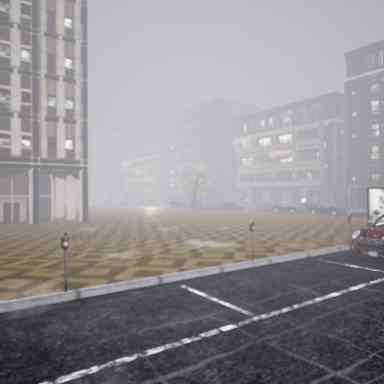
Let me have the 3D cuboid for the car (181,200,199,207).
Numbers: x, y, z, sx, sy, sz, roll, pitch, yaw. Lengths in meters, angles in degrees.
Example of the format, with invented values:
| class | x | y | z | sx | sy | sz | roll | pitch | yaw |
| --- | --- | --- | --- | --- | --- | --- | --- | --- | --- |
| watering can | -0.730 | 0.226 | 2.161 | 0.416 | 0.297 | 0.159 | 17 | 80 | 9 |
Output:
| class | x | y | z | sx | sy | sz | roll | pitch | yaw |
| --- | --- | --- | --- | --- | --- | --- | --- | --- | --- |
| car | -0.436 | 2.538 | 74.698 | 1.802 | 1.307 | 4.206 | -1 | 0 | -36 |

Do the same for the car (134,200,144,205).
| class | x | y | z | sx | sy | sz | roll | pitch | yaw |
| --- | --- | --- | --- | --- | --- | --- | --- | --- | --- |
| car | -13.489 | 2.850 | 92.750 | 1.947 | 1.339 | 4.313 | -1 | 0 | -36 |

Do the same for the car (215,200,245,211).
| class | x | y | z | sx | sy | sz | roll | pitch | yaw |
| --- | --- | --- | --- | --- | --- | --- | --- | --- | --- |
| car | 6.173 | 2.205 | 51.112 | 1.887 | 1.381 | 4.507 | -1 | 0 | -36 |

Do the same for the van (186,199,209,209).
| class | x | y | z | sx | sy | sz | roll | pitch | yaw |
| --- | --- | --- | --- | --- | --- | --- | --- | --- | --- |
| van | 1.257 | 2.125 | 58.001 | 1.690 | 1.788 | 3.998 | -1 | 0 | -36 |

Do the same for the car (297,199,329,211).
| class | x | y | z | sx | sy | sz | roll | pitch | yaw |
| --- | --- | --- | --- | --- | --- | --- | --- | --- | --- |
| car | 17.935 | 1.938 | 49.508 | 1.967 | 1.590 | 4.097 | -1 | 0 | -36 |

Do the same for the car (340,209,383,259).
| class | x | y | z | sx | sy | sz | roll | pitch | yaw |
| --- | --- | --- | --- | --- | --- | --- | --- | --- | --- |
| car | 7.437 | 1.472 | 11.863 | 4.097 | 1.590 | 1.967 | 0 | -1 | -35 |

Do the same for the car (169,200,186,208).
| class | x | y | z | sx | sy | sz | roll | pitch | yaw |
| --- | --- | --- | --- | --- | --- | --- | --- | --- | --- |
| car | -2.965 | 2.438 | 68.559 | 1.837 | 1.490 | 4.892 | 0 | -1 | -36 |

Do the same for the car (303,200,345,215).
| class | x | y | z | sx | sy | sz | roll | pitch | yaw |
| --- | --- | --- | --- | --- | --- | --- | --- | --- | --- |
| car | 15.511 | 1.978 | 38.121 | 2.008 | 1.369 | 4.403 | -1 | 0 | -36 |

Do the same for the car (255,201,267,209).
| class | x | y | z | sx | sy | sz | roll | pitch | yaw |
| --- | --- | --- | --- | --- | --- | --- | --- | --- | --- |
| car | 12.681 | 2.210 | 56.693 | 1.802 | 1.307 | 4.206 | -1 | 0 | -36 |

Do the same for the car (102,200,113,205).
| class | x | y | z | sx | sy | sz | roll | pitch | yaw |
| --- | --- | --- | --- | --- | --- | --- | --- | --- | --- |
| car | -23.544 | 2.953 | 92.353 | 1.887 | 1.381 | 4.507 | -1 | 0 | -36 |

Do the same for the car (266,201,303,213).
| class | x | y | z | sx | sy | sz | roll | pitch | yaw |
| --- | --- | --- | --- | --- | --- | --- | --- | --- | --- |
| car | 12.247 | 2.059 | 42.634 | 2.008 | 1.369 | 4.403 | -1 | 0 | -36 |

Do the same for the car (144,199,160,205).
| class | x | y | z | sx | sy | sz | roll | pitch | yaw |
| --- | --- | --- | --- | --- | --- | --- | --- | --- | --- |
| car | -10.229 | 2.642 | 88.237 | 1.967 | 1.590 | 4.097 | -1 | 0 | -36 |

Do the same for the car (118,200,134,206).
| class | x | y | z | sx | sy | sz | roll | pitch | yaw |
| --- | --- | --- | --- | --- | --- | --- | --- | --- | --- |
| car | -17.017 | 2.794 | 83.327 | 2.008 | 1.369 | 4.403 | -1 | 0 | -36 |
